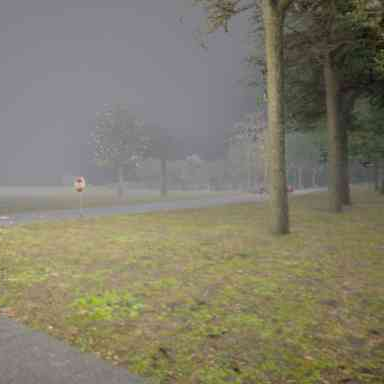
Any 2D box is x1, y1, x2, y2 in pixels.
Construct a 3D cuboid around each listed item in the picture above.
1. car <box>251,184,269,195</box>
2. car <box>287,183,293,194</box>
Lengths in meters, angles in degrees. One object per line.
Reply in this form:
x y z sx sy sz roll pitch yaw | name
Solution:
13.915 -0.574 67.782 2.150 2.045 5.566 -2 1 34 | car
16.977 -0.632 60.877 2.150 2.045 5.566 -2 1 29 | car
